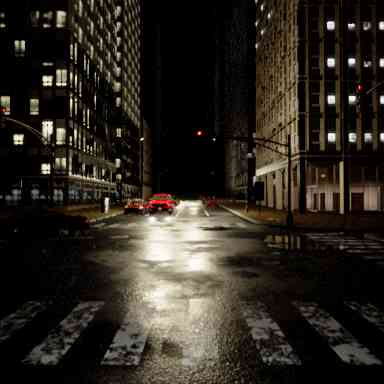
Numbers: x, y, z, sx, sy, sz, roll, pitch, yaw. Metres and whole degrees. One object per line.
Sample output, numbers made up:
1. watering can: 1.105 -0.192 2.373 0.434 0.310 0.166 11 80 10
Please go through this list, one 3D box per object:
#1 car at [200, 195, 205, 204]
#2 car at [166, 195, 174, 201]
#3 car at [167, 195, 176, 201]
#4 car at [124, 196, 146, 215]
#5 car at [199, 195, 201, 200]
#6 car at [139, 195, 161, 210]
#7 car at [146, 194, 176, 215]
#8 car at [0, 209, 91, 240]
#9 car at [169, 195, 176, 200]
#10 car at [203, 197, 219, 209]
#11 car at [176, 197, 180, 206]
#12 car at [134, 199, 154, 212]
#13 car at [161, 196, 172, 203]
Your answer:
1. car: 2.790 1.545 56.341 1.752 1.417 4.829 1 0 0
2. car: -5.549 1.575 83.992 1.887 1.381 4.507 1 0 0
3. car: -5.540 1.584 89.567 2.008 1.369 4.403 1 0 0
4. car: -5.623 1.452 33.815 1.967 1.590 4.097 1 0 0
5. car: 2.797 1.588 61.748 1.947 1.339 4.313 1 0 0
6. car: -5.603 1.331 44.966 2.192 1.841 5.009 1 0 0
7. car: -3.056 1.233 33.920 2.150 2.045 5.566 0 0 -1
8. car: -7.886 1.561 16.525 5.357 1.411 2.033 0 0 -31
9. car: -5.532 1.601 95.142 1.947 1.339 4.313 1 0 0
10. car: 2.771 1.598 45.015 1.802 1.307 4.206 1 0 0
11. car: -3.001 1.496 53.698 1.882 1.535 5.008 0 0 0
12. car: -5.617 1.595 39.391 1.802 1.307 4.206 1 0 0
13. car: -5.566 1.571 72.841 1.887 1.381 4.507 1 0 0
